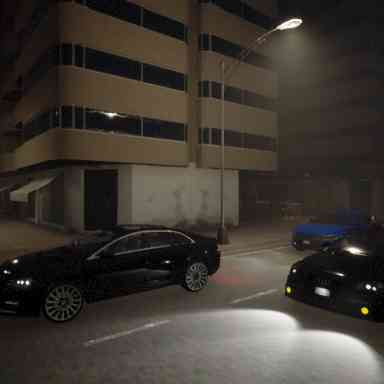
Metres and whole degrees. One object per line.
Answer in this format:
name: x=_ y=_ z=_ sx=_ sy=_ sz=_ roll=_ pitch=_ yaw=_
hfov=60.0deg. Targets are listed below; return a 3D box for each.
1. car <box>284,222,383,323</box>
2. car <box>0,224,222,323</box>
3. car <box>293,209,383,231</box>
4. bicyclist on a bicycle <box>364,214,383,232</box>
car: x=3.853 y=1.564 z=7.043 sx=4.181 sy=1.385 sz=1.994 roll=0 pitch=0 yaw=-38
car: x=-1.548 y=1.492 z=7.289 sx=4.902 sy=1.511 sz=2.128 roll=0 pitch=0 yaw=-37
car: x=5.947 y=1.478 z=13.113 sx=5.008 sy=1.535 sz=1.882 roll=0 pitch=0 yaw=-38
bicyclist on a bicycle: x=5.201 y=1.455 z=9.418 sx=0.582 sy=1.620 sz=1.656 roll=0 pitch=-2 yaw=-38
